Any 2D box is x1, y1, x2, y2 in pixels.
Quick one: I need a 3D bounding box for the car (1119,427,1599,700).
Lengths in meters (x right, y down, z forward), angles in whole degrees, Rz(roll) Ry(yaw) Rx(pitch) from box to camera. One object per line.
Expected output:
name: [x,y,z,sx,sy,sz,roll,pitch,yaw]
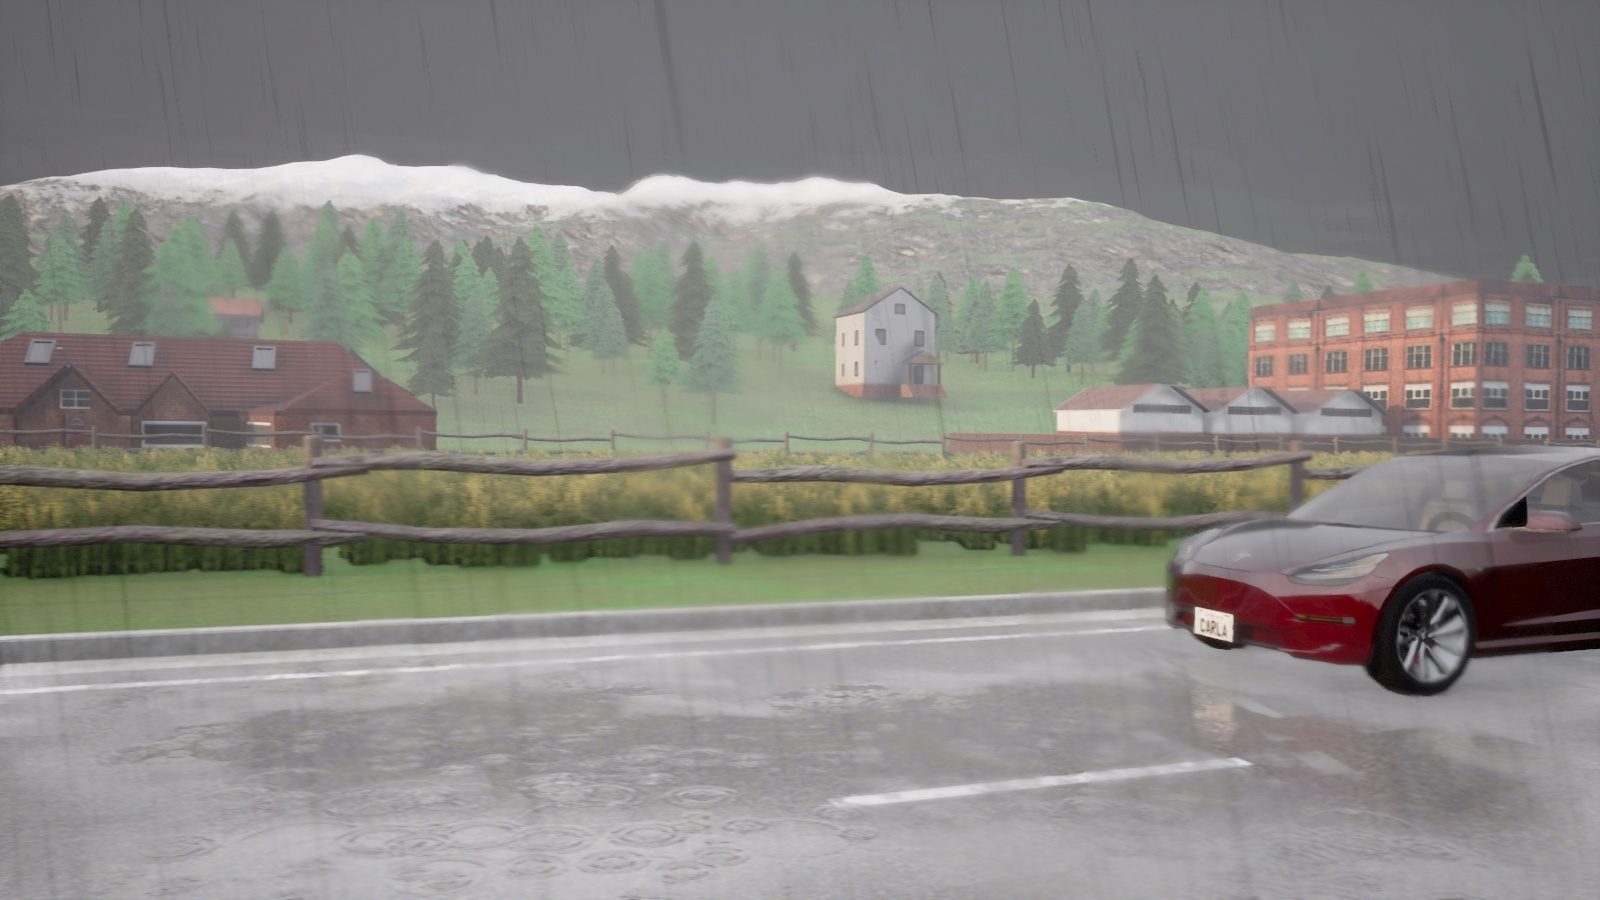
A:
car: [4.915,0.601,8.848,4.792,1.488,2.163,-1,1,-21]
